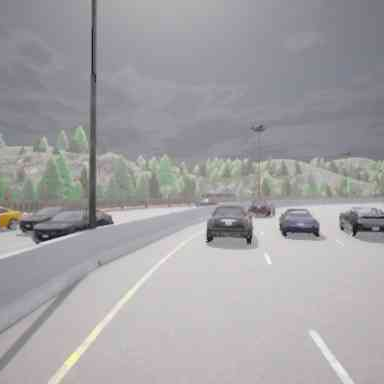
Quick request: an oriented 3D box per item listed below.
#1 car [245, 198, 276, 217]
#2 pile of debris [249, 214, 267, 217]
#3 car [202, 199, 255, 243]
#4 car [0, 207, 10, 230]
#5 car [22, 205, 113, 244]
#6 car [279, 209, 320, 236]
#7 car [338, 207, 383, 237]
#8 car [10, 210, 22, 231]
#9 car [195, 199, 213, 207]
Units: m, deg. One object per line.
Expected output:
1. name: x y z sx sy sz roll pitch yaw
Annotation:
1. car: 7.258 1.513 34.039 2.097 1.767 4.553 0 0 22
2. pile of debris: 6.609 2.333 33.157 1.500 0.140 1.860 0 0 22
3. car: 2.022 1.431 16.898 2.097 1.767 4.553 0 0 10
4. car: -12.016 1.545 18.980 1.882 1.535 5.008 0 0 12
5. car: -5.487 1.539 15.903 1.882 1.535 5.008 0 0 10
6. car: 6.098 1.657 19.174 1.994 1.385 4.181 0 0 13
7. car: 9.533 1.586 18.596 2.128 1.511 4.902 0 0 13
8. car: -8.203 1.558 20.135 1.882 1.535 5.008 0 0 12
9. car: 2.518 1.850 55.642 2.033 1.411 5.357 0 0 32
